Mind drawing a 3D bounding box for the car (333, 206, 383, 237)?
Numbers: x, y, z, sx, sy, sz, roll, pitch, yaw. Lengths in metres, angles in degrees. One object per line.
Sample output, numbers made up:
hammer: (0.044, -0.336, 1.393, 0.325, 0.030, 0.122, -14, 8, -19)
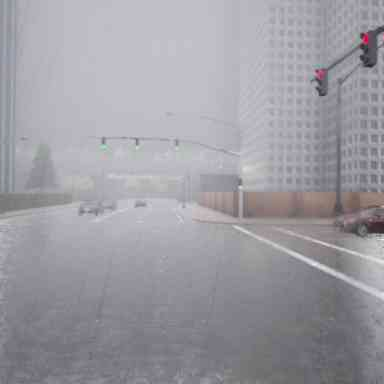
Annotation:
car: (10.596, 1.588, 19.238, 4.553, 1.767, 2.097, 1, 0, -5)

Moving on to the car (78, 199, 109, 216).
car: (-10.282, 1.590, 34.267, 2.128, 1.511, 4.902, 1, 0, -5)

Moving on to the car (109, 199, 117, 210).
car: (-11.121, 1.642, 44.294, 2.128, 1.511, 4.902, 1, 0, -5)

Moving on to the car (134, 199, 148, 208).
car: (-8.267, 1.788, 53.884, 2.033, 1.411, 5.357, 1, 0, -5)
